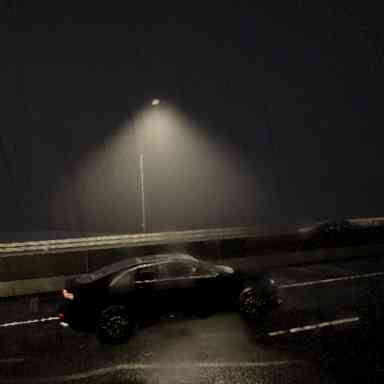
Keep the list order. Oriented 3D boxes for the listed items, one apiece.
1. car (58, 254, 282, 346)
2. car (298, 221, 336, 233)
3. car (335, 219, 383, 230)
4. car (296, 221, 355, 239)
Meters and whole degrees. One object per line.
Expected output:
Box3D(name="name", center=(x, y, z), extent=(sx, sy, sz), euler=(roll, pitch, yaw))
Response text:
Box3D(name="car", center=(-0.384, 2.166, 7.519), extent=(4.902, 1.511, 2.128), euler=(-2, -5, -18))
Box3D(name="car", center=(11.149, 3.032, 26.086), extent=(4.892, 1.490, 1.837), euler=(-2, -5, -18))
Box3D(name="car", center=(12.923, 2.658, 22.995), extent=(4.902, 1.511, 2.128), euler=(-2, -5, -17))
Box3D(name="car", center=(12.006, 3.404, 30.004), extent=(4.718, 1.301, 1.895), euler=(-2, -5, -17))
